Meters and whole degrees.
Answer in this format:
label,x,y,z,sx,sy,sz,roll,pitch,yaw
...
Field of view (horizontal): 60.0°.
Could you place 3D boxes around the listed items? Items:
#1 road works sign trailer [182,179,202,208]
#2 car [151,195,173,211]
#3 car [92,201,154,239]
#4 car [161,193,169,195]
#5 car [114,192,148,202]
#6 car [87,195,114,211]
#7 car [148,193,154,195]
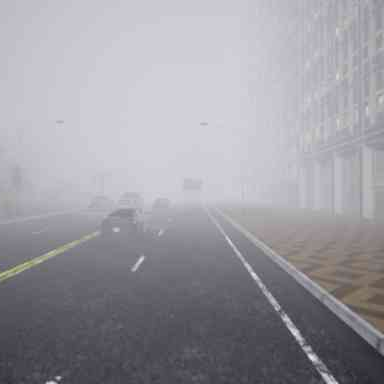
label,x,y,z,sx,sy,sz,roll,pitch,yaw
road works sign trailer,0.007,0.172,42.299,2.380,3.560,2.880,0,1,0
car,-3.155,1.304,35.760,2.033,1.411,5.357,0,0,0
car,-3.188,1.402,16.401,1.812,1.442,4.674,0,1,0
car,-6.501,0.924,78.109,1.882,1.535,5.008,0,0,0
car,-6.586,0.974,36.476,2.150,2.045,5.566,0,0,0
car,-9.835,1.105,36.227,2.097,1.767,4.553,0,0,0
car,-9.751,0.946,78.110,1.837,1.490,4.892,0,0,0
